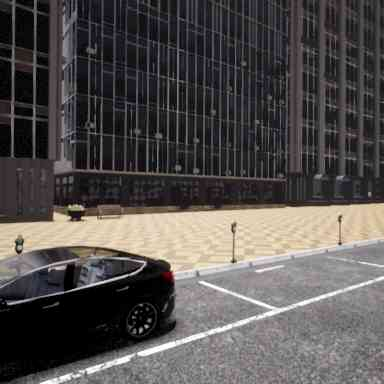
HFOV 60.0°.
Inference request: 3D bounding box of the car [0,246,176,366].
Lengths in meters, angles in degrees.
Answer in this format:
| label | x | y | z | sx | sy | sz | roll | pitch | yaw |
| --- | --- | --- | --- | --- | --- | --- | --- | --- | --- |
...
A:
| label | x | y | z | sx | sy | sz | roll | pitch | yaw |
| --- | --- | --- | --- | --- | --- | --- | --- | --- | --- |
| car | -2.258 | 1.566 | 4.941 | 4.313 | 1.339 | 1.947 | 0 | 1 | -36 |
